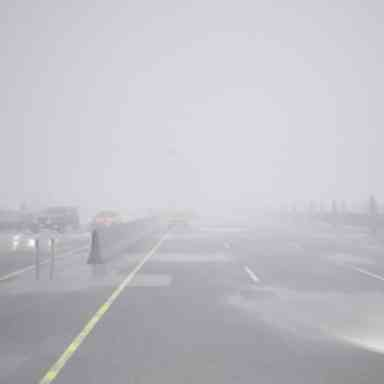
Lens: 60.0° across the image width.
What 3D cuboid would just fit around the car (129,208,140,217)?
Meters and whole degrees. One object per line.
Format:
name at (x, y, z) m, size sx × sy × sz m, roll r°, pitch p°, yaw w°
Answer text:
car at (-11.756, 4.149, 67.685) m, size 2.097 × 1.767 × 4.553 m, roll 0°, pitch -3°, yaw -8°

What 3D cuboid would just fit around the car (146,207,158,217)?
car at (-8.322, 4.040, 68.348) m, size 2.150 × 2.045 × 5.566 m, roll 0°, pitch -3°, yaw -8°

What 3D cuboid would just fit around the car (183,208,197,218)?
car at (-0.474, 3.944, 62.754) m, size 2.097 × 1.767 × 4.553 m, roll 0°, pitch -3°, yaw -8°

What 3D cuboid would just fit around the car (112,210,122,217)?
car at (-15.531, 4.427, 68.968) m, size 1.895 × 1.301 × 4.718 m, roll 0°, pitch -3°, yaw -10°

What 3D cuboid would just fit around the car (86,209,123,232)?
car at (-7.086, 2.316, 27.448) m, size 2.097 × 1.767 × 4.553 m, roll 0°, pitch -3°, yaw 0°

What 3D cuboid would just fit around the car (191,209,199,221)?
car at (0.027, 3.505, 48.731) m, size 1.994 × 1.385 × 4.181 m, roll 0°, pitch -3°, yaw -1°

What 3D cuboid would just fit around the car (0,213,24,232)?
car at (-14.085, 2.449, 27.591) m, size 1.882 × 1.535 × 5.008 m, roll 0°, pitch -3°, yaw 0°

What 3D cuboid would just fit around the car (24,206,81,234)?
car at (-10.590, 2.128, 26.231) m, size 2.150 × 2.045 × 5.566 m, roll 0°, pitch -2°, yaw 0°

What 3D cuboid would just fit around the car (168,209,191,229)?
car at (-1.218, 2.586, 31.068) m, size 1.801 × 1.575 × 5.366 m, roll 0°, pitch -3°, yaw 0°
